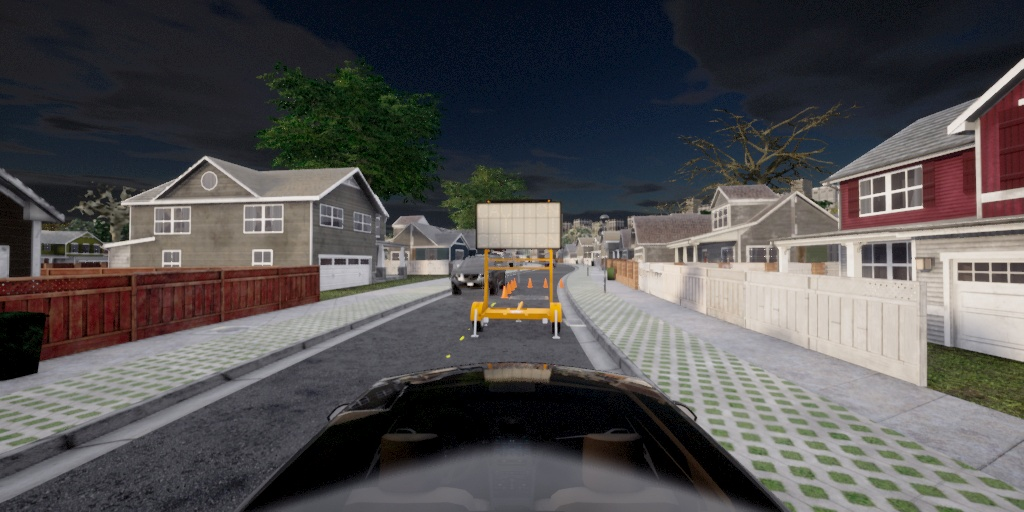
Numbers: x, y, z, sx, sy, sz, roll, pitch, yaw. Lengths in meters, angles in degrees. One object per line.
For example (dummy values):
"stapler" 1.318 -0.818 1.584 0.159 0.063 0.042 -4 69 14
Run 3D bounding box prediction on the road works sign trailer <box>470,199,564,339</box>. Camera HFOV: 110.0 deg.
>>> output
"road works sign trailer" 0.196 0.218 10.165 2.380 3.560 2.880 0 0 5

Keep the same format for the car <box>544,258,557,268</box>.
"car" 6.761 1.225 63.171 2.097 1.767 4.553 0 0 9

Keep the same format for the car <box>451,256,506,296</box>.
"car" -1.681 0.991 19.841 2.150 2.045 5.566 0 0 7
